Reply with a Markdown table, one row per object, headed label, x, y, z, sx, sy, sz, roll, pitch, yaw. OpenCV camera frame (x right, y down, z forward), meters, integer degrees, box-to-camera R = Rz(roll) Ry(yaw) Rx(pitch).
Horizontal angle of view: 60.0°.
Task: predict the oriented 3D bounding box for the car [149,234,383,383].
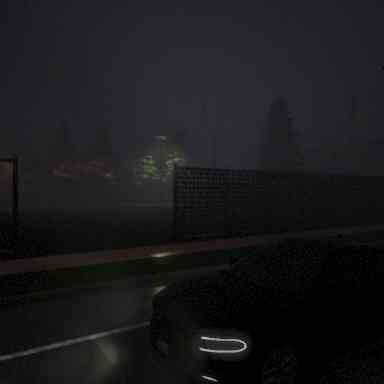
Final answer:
| label | x | y | z | sx | sy | sz | roll | pitch | yaw |
| --- | --- | --- | --- | --- | --- | --- | --- | --- | --- |
| car | 1.768 | 1.475 | 5.112 | 5.008 | 1.535 | 1.882 | 0 | 0 | -33 |
